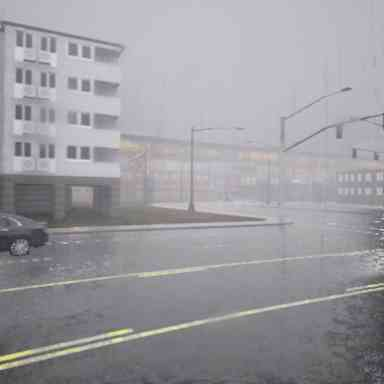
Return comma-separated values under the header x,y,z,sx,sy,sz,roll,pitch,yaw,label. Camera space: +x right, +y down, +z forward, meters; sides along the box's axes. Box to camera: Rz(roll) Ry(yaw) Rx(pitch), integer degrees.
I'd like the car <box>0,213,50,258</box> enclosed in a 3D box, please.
x,y,z,sx,sy,sz,roll,pitch,yaw,label
-7.518,1.476,11.340,4.892,1.490,1.837,1,-1,-33,car
